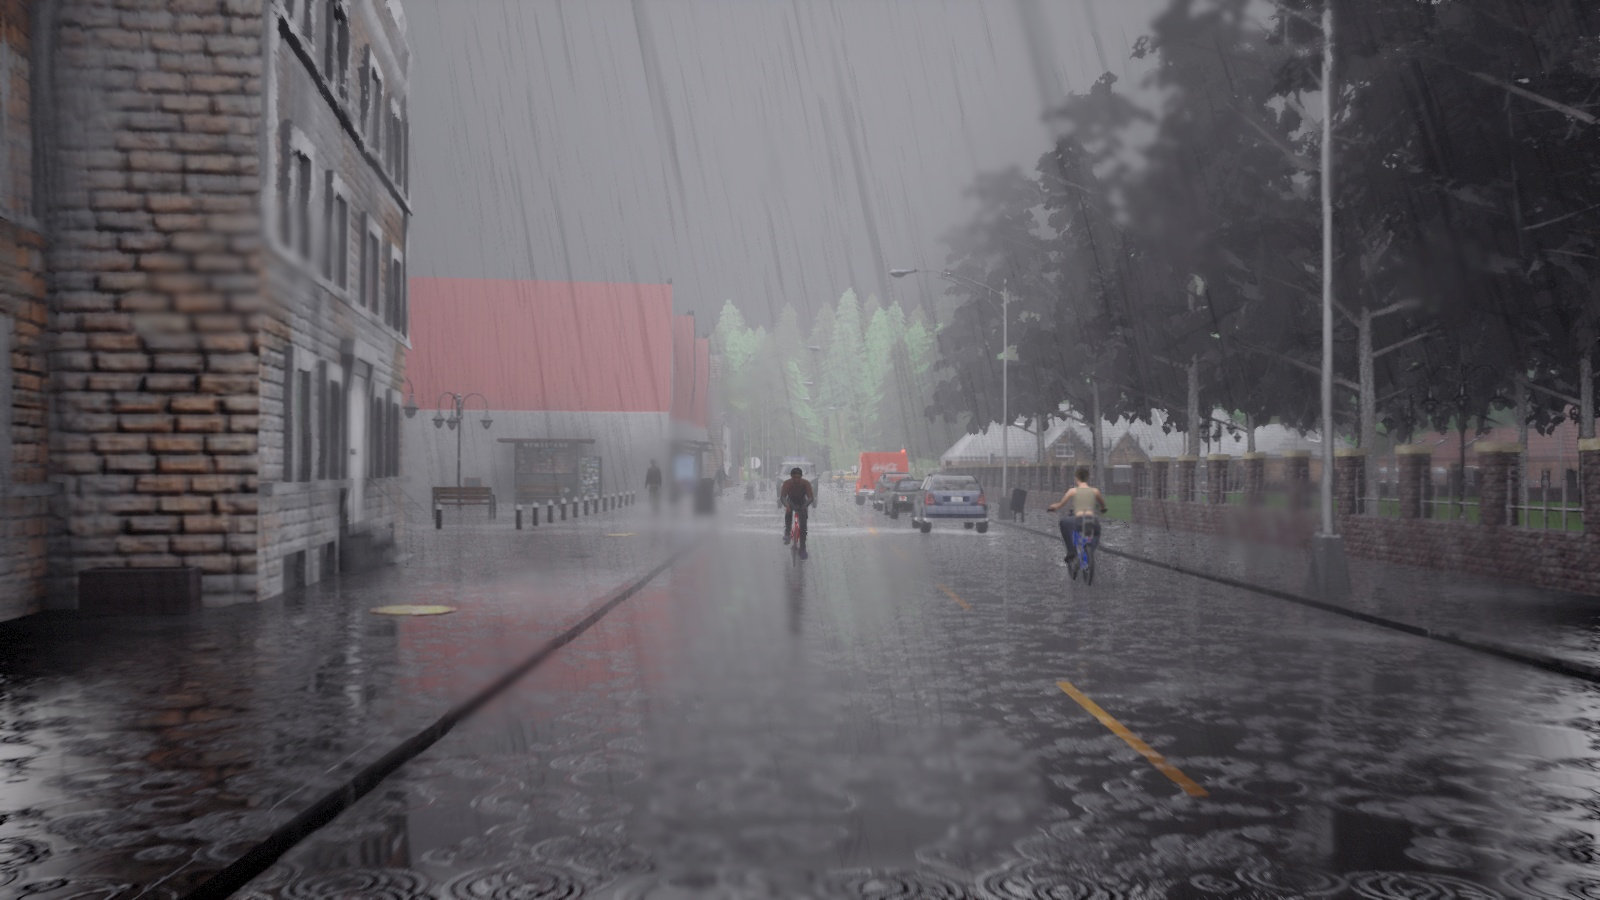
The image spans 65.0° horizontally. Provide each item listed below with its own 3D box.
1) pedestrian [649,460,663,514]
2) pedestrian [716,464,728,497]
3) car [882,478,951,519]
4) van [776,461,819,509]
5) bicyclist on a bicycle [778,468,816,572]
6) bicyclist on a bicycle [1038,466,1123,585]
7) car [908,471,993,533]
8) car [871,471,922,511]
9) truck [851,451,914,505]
[{"bbox_3d":[-4.986,1.274,43.565,0.431,1.840,0.703,0,-1,-4],"label":"pedestrian"},{"bbox_3d":[-4.374,1.718,70.264,0.402,1.842,0.726,-1,-1,21],"label":"pedestrian"},{"bbox_3d":[3.915,1.617,42.845,1.895,1.301,4.718,0,-1,0],"label":"car"},{"bbox_3d":[-0.099,1.475,54.195,1.775,1.987,4.442,0,-1,0],"label":"van"},{"bbox_3d":[-0.050,1.111,20.518,0.582,1.620,1.656,0,-1,0],"label":"bicyclist on a bicycle"},{"bbox_3d":[3.951,1.033,17.807,0.866,1.612,1.509,0,-1,0],"label":"bicyclist on a bicycle"},{"bbox_3d":[3.924,1.335,33.285,1.789,1.549,3.705,0,-1,0],"label":"car"},{"bbox_3d":[3.906,1.638,51.369,1.789,1.549,3.705,0,-1,0],"label":"car"},{"bbox_3d":[3.895,1.319,60.135,2.627,2.467,5.204,0,-1,0],"label":"truck"}]
